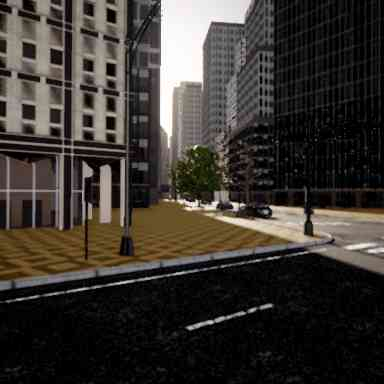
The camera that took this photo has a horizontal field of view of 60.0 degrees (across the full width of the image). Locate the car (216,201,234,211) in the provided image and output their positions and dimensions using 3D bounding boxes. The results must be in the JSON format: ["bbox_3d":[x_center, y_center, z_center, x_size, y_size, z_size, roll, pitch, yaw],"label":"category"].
[{"bbox_3d":[5.036,2.101,51.447,2.033,1.411,5.357,0,-1,-7],"label":"car"}]

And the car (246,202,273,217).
[{"bbox_3d":[7.092,1.870,35.613,2.128,1.511,4.902,0,-1,-7],"label":"car"}]

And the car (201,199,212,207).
[{"bbox_3d":[2.951,2.165,68.160,1.837,1.490,4.892,0,-1,-7],"label":"car"}]
